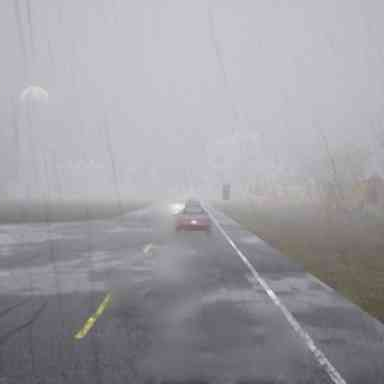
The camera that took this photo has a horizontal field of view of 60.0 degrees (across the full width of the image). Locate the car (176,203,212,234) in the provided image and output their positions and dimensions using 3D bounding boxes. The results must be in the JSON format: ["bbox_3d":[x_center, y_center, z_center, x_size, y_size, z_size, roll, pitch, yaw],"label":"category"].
[{"bbox_3d":[0.112,1.549,19.288,1.994,1.385,4.181,1,0,0],"label":"car"}]

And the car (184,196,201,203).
[{"bbox_3d":[0.100,1.485,40.920,2.128,1.511,4.902,0,0,0],"label":"car"}]

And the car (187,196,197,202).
[{"bbox_3d":[-0.001,1.535,75.682,1.994,1.385,4.181,0,0,0],"label":"car"}]
